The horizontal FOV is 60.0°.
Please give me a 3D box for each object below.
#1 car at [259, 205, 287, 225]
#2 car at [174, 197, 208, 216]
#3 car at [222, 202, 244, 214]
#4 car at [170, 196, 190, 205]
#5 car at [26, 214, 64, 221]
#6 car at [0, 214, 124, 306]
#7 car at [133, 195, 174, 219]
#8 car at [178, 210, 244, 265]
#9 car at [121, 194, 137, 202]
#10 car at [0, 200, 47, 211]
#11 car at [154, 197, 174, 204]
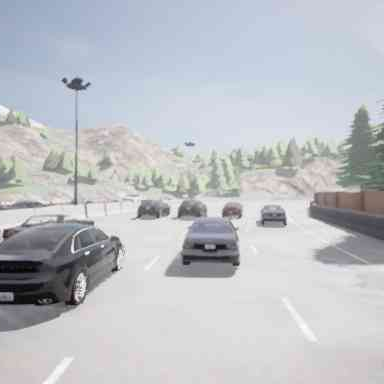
[{"bbox_3d":[6.155,1.667,25.401,2.033,1.411,5.357,0,0,11],"label":"car"},{"bbox_3d":[0.137,1.456,30.648,2.097,1.767,4.553,0,0,12],"label":"car"},{"bbox_3d":[3.938,1.654,31.690,1.812,1.442,4.674,0,0,13],"label":"car"},{"bbox_3d":[-2.407,1.689,67.520,1.882,1.535,5.008,0,0,25],"label":"car"},{"bbox_3d":[-5.991,1.618,14.759,1.895,1.301,4.718,0,0,6],"label":"car"},{"bbox_3d":[-3.037,1.518,8.070,1.837,1.490,4.892,0,0,3],"label":"car"},{"bbox_3d":[-3.407,1.437,30.766,2.097,1.767,4.553,0,0,12],"label":"car"},{"bbox_3d":[0.724,1.591,11.820,2.033,1.411,5.357,0,0,5],"label":"car"},{"bbox_3d":[-12.694,1.389,70.215,2.150,2.045,5.566,0,0,23],"label":"car"},{"bbox_3d":[-14.651,1.522,29.085,1.837,1.490,4.892,0,0,11],"label":"car"},{"bbox_3d":[-5.706,1.723,68.728,2.128,1.511,4.902,0,0,25],"label":"car"}]
